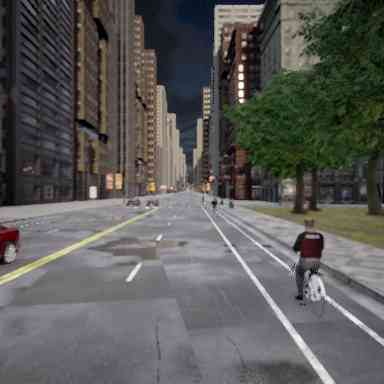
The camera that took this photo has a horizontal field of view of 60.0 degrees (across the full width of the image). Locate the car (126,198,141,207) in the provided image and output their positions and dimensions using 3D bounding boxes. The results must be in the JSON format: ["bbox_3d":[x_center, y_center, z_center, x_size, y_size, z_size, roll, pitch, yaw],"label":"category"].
[{"bbox_3d":[-9.768,1.719,56.117,2.033,1.411,5.357,0,0,0],"label":"car"}]

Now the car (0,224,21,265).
[{"bbox_3d":[-6.613,1.493,8.967,1.882,1.535,5.008,0,0,0],"label":"car"}]

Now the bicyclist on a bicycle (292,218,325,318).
[{"bbox_3d":[2.248,1.383,6.580,0.659,1.776,1.843,0,0,0],"label":"bicyclist on a bicycle"}]

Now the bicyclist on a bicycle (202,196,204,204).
[{"bbox_3d":[2.242,1.673,67.105,0.582,1.620,1.656,1,0,0],"label":"bicyclist on a bicycle"}]

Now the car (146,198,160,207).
[{"bbox_3d":[-6.518,1.719,56.118,2.033,1.411,5.357,0,0,0],"label":"car"}]

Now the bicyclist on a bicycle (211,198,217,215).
[{"bbox_3d":[2.240,1.449,33.373,0.659,1.776,1.843,0,0,0],"label":"bicyclist on a bicycle"}]
